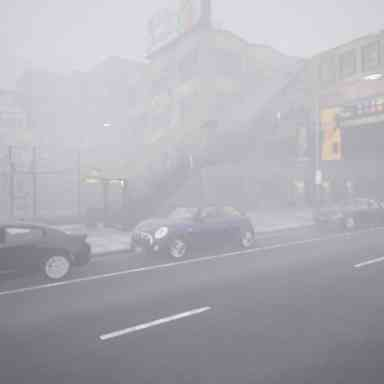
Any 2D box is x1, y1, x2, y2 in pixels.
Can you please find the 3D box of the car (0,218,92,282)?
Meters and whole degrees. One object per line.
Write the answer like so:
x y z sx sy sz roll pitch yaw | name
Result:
-5.034 1.469 8.140 5.008 1.535 2.097 -1 1 -36 | car

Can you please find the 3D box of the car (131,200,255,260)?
0.113 1.214 11.982 4.553 1.767 2.185 -1 1 -36 | car

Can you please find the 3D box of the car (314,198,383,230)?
8.906 1.122 18.210 4.892 1.521 2.231 -1 1 -26 | car
